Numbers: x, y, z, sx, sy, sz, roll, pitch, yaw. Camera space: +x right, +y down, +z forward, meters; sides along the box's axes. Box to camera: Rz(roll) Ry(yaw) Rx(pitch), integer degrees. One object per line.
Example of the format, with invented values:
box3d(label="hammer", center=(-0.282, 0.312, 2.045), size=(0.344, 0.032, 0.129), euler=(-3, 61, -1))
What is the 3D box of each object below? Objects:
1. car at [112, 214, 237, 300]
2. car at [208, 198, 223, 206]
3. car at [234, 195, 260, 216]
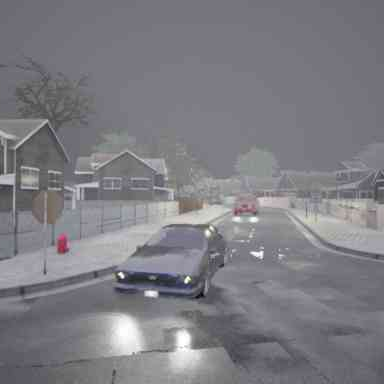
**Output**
box3d(label="car", center=(-0.163, 1.574, 9.046), size=(2.033, 1.411, 5.357), euler=(0, 1, 14))
box3d(label="car", center=(4.354, 1.800, 61.461), size=(1.994, 1.385, 4.181), euler=(0, 0, -11))
box3d(label="car", center=(5.725, 1.312, 34.300), size=(2.150, 2.045, 5.566), euler=(0, 0, 16))
